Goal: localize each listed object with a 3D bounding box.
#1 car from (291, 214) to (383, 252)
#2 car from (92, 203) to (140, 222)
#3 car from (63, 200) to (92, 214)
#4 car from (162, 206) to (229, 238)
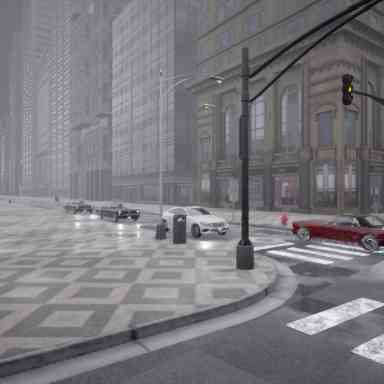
[{"bbox_3d":[6.555,1.580,13.991,1.895,1.301,4.718,0,0,-35],"label":"car"},{"bbox_3d":[-5.807,1.523,25.867,1.895,1.301,4.718,0,0,-35],"label":"car"},{"bbox_3d":[-11.691,1.498,34.156,1.895,1.301,4.718,0,0,-35],"label":"car"},{"bbox_3d":[-0.052,1.475,17.749,1.812,1.442,4.674,0,0,-37],"label":"car"}]
